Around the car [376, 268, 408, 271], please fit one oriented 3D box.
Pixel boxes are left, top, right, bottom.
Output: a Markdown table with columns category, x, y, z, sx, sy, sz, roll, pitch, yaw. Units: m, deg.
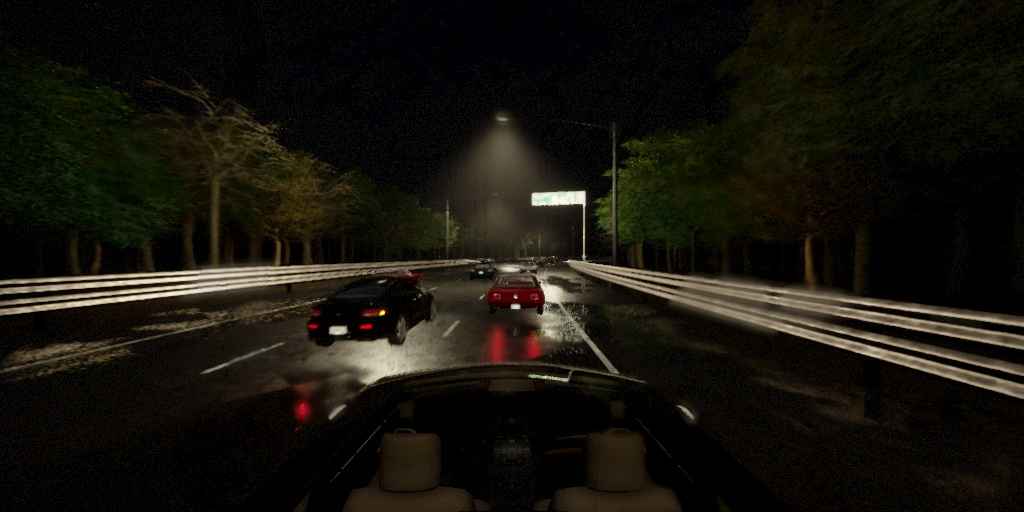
| category | x | y | z | sx | sy | sz | roll | pitch | yaw |
| --- | --- | --- | --- | --- | --- | --- | --- | --- | --- |
| car | -6.488 | 1.327 | 19.935 | 1.895 | 1.301 | 4.718 | 0 | 0 | 3 |

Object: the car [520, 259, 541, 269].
| category | x | y | z | sx | sy | sz | roll | pitch | yaw |
| --- | --- | --- | --- | --- | --- | --- | --- | --- | --- |
| car | 1.961 | 1.328 | 40.840 | 1.895 | 1.301 | 4.718 | 0 | 0 | 6 |

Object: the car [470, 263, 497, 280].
| category | x | y | z | sx | sy | sz | roll | pitch | yaw |
| --- | --- | --- | --- | --- | --- | --- | --- | --- | --- |
| car | -2.319 | 1.292 | 30.548 | 1.994 | 1.385 | 4.181 | 0 | 0 | 4 |

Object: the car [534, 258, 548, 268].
| category | x | y | z | sx | sy | sz | roll | pitch | yaw |
| --- | --- | --- | --- | --- | --- | --- | --- | --- | --- |
| car | 4.584 | 1.056 | 62.139 | 2.097 | 1.767 | 4.553 | 0 | 0 | 8 |

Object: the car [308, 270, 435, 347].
| category | x | y | z | sx | sy | sz | roll | pitch | yaw |
| --- | --- | --- | --- | --- | --- | --- | --- | --- | --- |
| car | -3.306 | 1.266 | 9.223 | 1.812 | 1.442 | 4.674 | 0 | 0 | 1 |

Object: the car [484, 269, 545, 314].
| category | x | y | z | sx | sy | sz | roll | pitch | yaw |
| --- | --- | --- | --- | --- | --- | --- | --- | --- | --- |
| car | 0.196 | 1.346 | 13.776 | 1.895 | 1.301 | 4.718 | 0 | 0 | 2 |
